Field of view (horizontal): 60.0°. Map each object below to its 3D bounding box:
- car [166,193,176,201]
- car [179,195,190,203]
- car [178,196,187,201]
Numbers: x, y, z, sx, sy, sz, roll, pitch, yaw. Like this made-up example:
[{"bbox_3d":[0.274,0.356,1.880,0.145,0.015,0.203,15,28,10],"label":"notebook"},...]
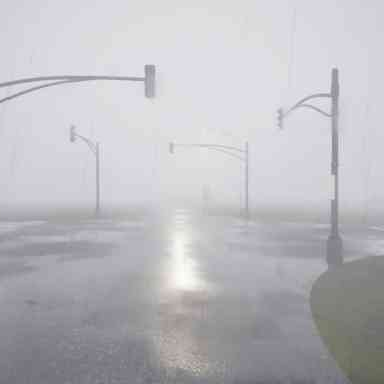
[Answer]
[{"bbox_3d":[-4.617,1.013,73.981,2.097,1.767,4.553,0,0,-3],"label":"car"},{"bbox_3d":[-1.630,1.384,69.889,2.097,1.767,4.553,0,0,-3],"label":"car"},{"bbox_3d":[-2.234,1.559,79.963,1.895,1.301,4.718,0,0,-4],"label":"car"}]
